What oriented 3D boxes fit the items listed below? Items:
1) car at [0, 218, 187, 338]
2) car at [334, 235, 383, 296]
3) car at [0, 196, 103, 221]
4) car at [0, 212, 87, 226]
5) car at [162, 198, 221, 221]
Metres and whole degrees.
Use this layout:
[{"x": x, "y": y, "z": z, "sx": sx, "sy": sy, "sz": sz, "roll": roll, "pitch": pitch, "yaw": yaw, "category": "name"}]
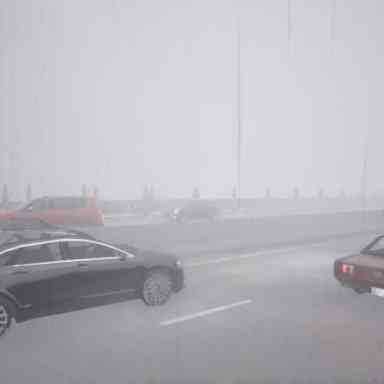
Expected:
[{"x": -2.380, "y": 1.492, "z": 6.344, "sx": 4.902, "sy": 1.511, "sz": 2.128, "roll": 0, "pitch": 0, "yaw": -36, "category": "car"}, {"x": 5.356, "y": 1.601, "z": 7.561, "sx": 4.718, "sy": 1.301, "sz": 1.895, "roll": 0, "pitch": 0, "yaw": -35, "category": "car"}, {"x": -7.139, "y": 1.222, "z": 16.095, "sx": 5.566, "sy": 2.045, "sz": 2.150, "roll": 0, "pitch": 0, "yaw": -35, "category": "car"}, {"x": -6.601, "y": 1.601, "z": 12.181, "sx": 4.718, "sy": 1.301, "sz": 1.895, "roll": 0, "pitch": 0, "yaw": -35, "category": "car"}, {"x": -0.017, "y": 1.353, "z": 25.465, "sx": 4.553, "sy": 1.767, "sz": 2.097, "roll": 0, "pitch": 0, "yaw": -35, "category": "car"}]
